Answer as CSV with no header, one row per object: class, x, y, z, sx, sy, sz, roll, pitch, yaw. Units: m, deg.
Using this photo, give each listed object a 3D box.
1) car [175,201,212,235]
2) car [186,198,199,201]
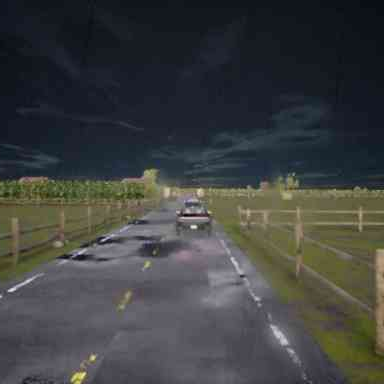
car,0.094,1.495,18.676,2.128,1.511,4.902,0,0,0
car,0.088,1.480,38.951,1.882,1.535,5.008,0,0,0
